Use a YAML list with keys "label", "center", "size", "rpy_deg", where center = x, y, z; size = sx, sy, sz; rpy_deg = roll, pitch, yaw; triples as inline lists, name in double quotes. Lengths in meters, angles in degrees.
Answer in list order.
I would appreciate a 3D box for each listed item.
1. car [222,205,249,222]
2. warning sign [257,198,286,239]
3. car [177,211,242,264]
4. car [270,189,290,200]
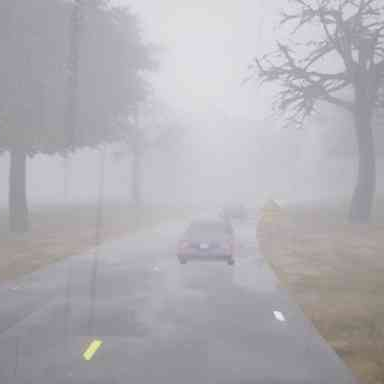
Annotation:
- label: "car"
  center: [3.554, 1.693, 27.508]
  size: [1.895, 1.301, 4.718]
  rpy_deg: [0, 1, 15]
- label: "warning sign"
  center: [3.814, 1.252, 16.057]
  size: [1.300, 1.860, 1.060]
  rpy_deg: [0, -1, 9]
- label: "car"
  center: [0.673, 1.664, 12.327]
  size: [2.033, 1.411, 5.357]
  rpy_deg: [0, 0, 7]
- label: "car"
  center: [16.841, 0.492, 63.446]
  size: [2.150, 2.045, 5.566]
  rpy_deg: [0, 1, 35]
